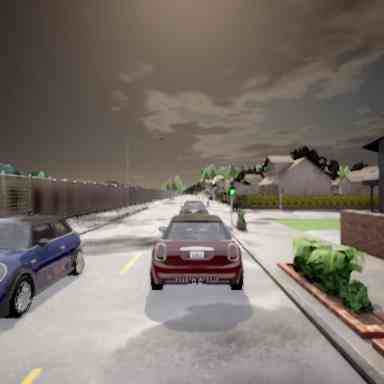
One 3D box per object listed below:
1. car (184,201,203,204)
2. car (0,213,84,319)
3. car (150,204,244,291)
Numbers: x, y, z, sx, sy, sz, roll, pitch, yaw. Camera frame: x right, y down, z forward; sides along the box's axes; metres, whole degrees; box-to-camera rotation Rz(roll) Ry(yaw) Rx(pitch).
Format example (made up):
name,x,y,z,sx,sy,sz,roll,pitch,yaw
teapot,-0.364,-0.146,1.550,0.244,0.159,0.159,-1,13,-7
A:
name,x,y,z,sx,sy,sz,roll,pitch,yaw
car,0.130,1.425,25.075,2.097,1.767,4.553,0,0,0
car,-4.080,1.374,7.425,2.097,1.767,4.553,0,0,0
car,0.109,1.378,9.273,2.097,1.767,4.553,0,0,0
